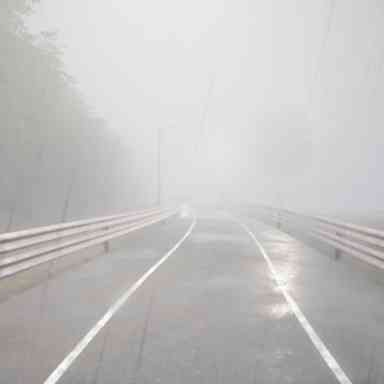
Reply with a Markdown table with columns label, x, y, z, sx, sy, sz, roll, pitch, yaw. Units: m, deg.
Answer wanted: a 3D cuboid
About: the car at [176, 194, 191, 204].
| label | x | y | z | sx | sy | sz | roll | pitch | yaw |
| --- | --- | --- | --- | --- | --- | --- | --- | --- | --- |
| car | -1.696 | 1.385 | 66.846 | 2.150 | 2.045 | 5.566 | 0 | 0 | -14 |
